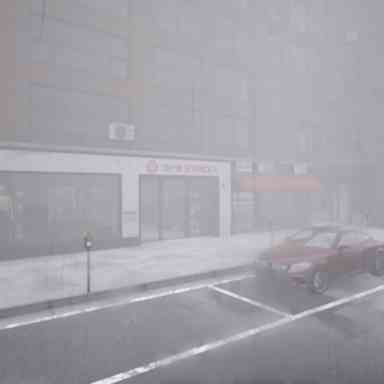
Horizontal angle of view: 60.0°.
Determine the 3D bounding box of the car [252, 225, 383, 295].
[{"bbox_3d":[3.426,1.534,8.529,4.206,1.307,1.802,0,0,-35],"label":"car"}]
